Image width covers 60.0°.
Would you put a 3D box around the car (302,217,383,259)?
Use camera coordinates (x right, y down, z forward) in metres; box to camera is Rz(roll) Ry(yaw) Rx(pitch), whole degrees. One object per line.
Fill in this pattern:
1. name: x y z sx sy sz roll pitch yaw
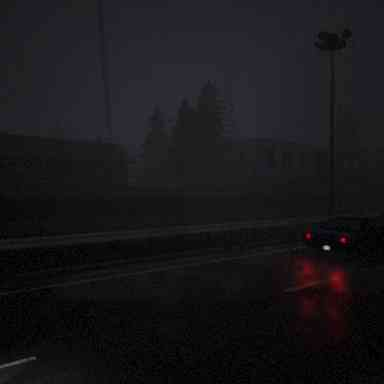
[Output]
1. car: 6.374 1.601 12.584 4.718 1.301 1.895 0 0 -35
